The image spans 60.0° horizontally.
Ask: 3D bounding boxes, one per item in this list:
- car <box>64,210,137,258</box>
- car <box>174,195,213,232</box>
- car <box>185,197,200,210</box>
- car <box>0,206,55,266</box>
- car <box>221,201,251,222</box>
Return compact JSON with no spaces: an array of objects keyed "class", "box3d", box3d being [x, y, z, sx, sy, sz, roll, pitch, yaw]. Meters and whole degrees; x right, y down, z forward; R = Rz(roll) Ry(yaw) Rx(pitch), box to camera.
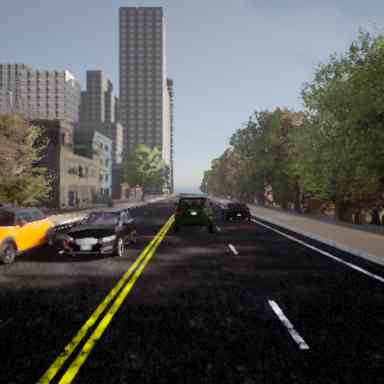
[{"class":"car","box3d":[-3.347,1.491,12.950,2.128,1.511,4.902,0,0,0]},{"class":"car","box3d":[0.098,1.219,20.169,2.150,2.045,5.566,0,0,0]},{"class":"car","box3d":[0.097,1.467,43.877,1.882,1.535,5.008,0,0,0]},{"class":"car","box3d":[-6.596,1.351,11.536,2.097,1.767,4.553,0,0,0]},{"class":"car","box3d":[3.347,1.474,26.101,1.882,1.535,5.008,0,0,0]}]
